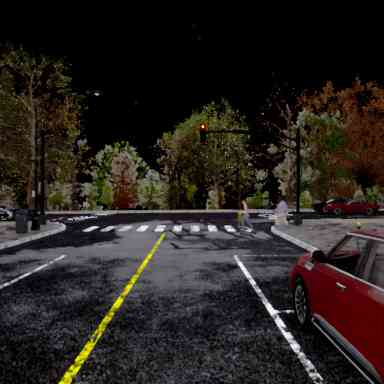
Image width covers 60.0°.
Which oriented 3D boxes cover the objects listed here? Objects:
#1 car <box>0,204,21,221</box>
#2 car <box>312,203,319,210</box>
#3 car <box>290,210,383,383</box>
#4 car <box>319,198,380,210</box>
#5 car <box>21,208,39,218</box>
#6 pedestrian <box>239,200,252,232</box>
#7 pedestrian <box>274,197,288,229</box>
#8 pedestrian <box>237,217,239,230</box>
[{"bbox_3d":[-16.504,1.582,25.957,4.902,1.511,2.128,0,-1,2],"label":"car"},{"bbox_3d":[15.248,1.405,35.150,4.892,1.490,1.837,-1,-1,1],"label":"car"},{"bbox_3d":[2.720,1.316,3.837,2.192,1.841,5.009,1,0,0],"label":"car"},{"bbox_3d":[15.183,1.458,31.897,4.718,1.301,1.895,-1,-1,1],"label":"car"},{"bbox_3d":[-16.104,1.732,29.205,4.718,1.301,1.895,-1,-1,1],"label":"car"},{"bbox_3d":[2.934,1.296,18.251,0.375,1.860,0.375,1,-1,0],"label":"pedestrian"},{"bbox_3d":[5.061,1.143,18.850,0.375,1.860,0.375,1,-1,0],"label":"pedestrian"},{"bbox_3d":[2.865,1.675,19.447,0.500,1.100,0.500,1,-1,0],"label":"pedestrian"}]
